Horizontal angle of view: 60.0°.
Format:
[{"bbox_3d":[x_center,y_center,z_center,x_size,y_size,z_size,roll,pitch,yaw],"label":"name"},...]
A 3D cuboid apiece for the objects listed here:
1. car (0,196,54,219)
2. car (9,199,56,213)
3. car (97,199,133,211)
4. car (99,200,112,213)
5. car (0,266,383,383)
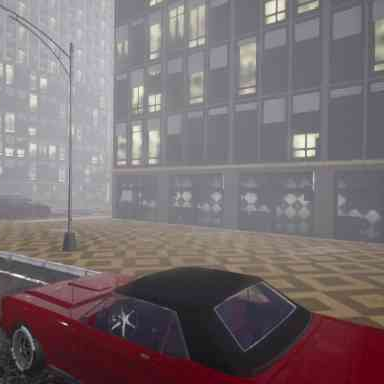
[{"bbox_3d":[-15.700,1.519,30.745,2.192,1.841,5.009,1,0,37],"label":"car"},{"bbox_3d":[-19.170,1.642,40.130,1.752,1.417,4.829,1,0,37],"label":"car"},{"bbox_3d":[-10.843,1.756,46.973,1.837,1.490,4.892,1,0,37],"label":"car"},{"bbox_3d":[-8.876,1.829,39.936,1.752,1.417,4.829,1,0,37],"label":"car"},{"bbox_3d":[-0.308,1.600,3.911,4.718,1.301,1.895,0,0,36],"label":"car"}]
